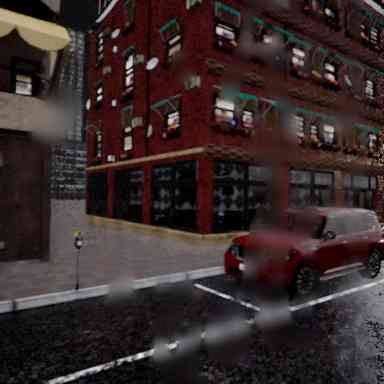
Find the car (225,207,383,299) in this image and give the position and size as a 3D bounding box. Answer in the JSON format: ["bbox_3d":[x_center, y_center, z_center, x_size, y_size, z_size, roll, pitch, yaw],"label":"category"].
[{"bbox_3d":[3.209,1.374,8.831,5.009,1.841,2.192,1,1,-35],"label":"car"}]
